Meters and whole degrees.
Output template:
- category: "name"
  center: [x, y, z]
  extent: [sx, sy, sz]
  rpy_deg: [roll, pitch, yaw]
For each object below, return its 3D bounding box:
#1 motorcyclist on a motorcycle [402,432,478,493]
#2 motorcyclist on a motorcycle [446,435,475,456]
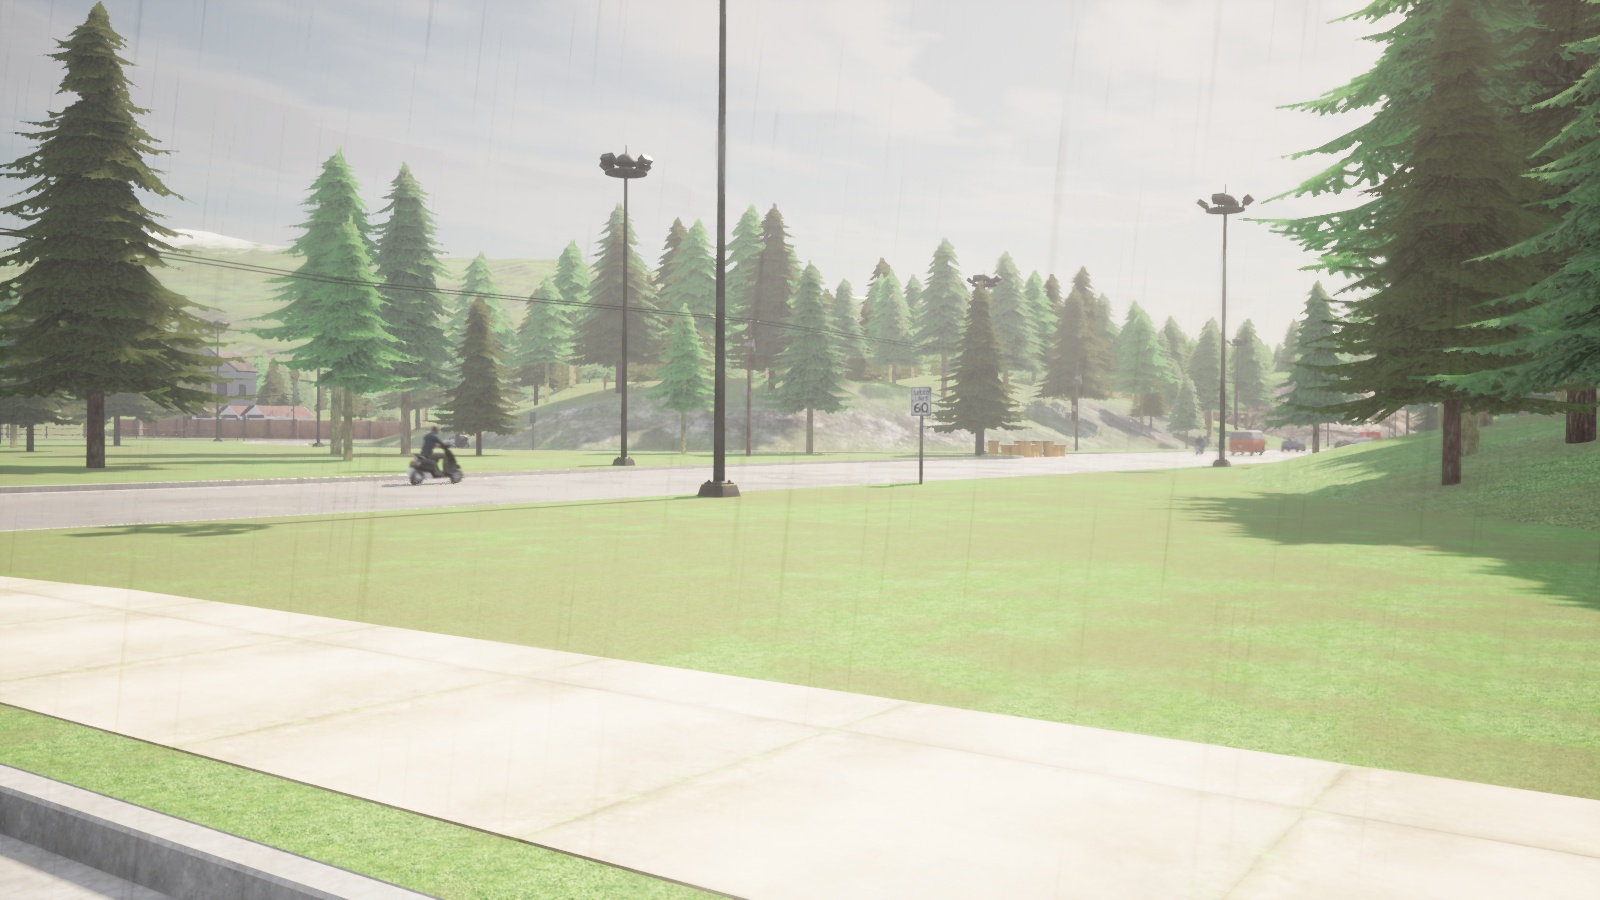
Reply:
- category: "motorcyclist on a motorcycle"
  center: [-9.617, 0.313, 33.596]
  extent: [0.866, 1.590, 1.817]
  rpy_deg: [0, 1, 35]
- category: "motorcyclist on a motorcycle"
  center: [-24.566, -0.304, 90.809]
  extent: [2.044, 1.523, 0.797]
  rpy_deg: [0, 1, 29]
